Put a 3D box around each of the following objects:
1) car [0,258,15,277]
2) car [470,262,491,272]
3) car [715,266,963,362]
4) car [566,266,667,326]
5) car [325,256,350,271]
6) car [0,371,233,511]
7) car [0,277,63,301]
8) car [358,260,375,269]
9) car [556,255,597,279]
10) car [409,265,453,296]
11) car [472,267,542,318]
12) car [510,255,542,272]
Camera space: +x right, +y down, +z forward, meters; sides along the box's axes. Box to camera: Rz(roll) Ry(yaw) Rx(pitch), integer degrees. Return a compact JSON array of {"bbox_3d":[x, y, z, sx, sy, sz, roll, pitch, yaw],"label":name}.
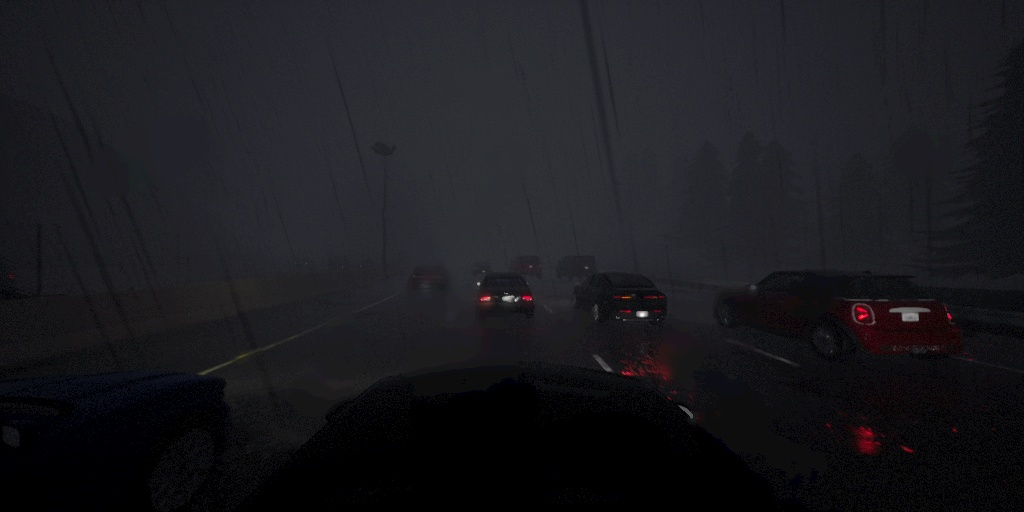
[{"bbox_3d":[-21.506,1.017,12.439,2.150,2.045,5.566,0,0,-4],"label":"car"},{"bbox_3d":[-3.086,1.284,36.515,1.812,1.442,4.674,0,0,-10],"label":"car"},{"bbox_3d":[6.877,1.088,8.383,2.097,1.767,4.553,0,0,-2],"label":"car"},{"bbox_3d":[3.248,1.248,11.649,1.837,1.490,4.892,0,0,-3],"label":"car"},{"bbox_3d":[-24.073,1.025,50.011,2.150,2.045,5.566,0,0,-14],"label":"car"},{"bbox_3d":[-3.464,1.235,1.175,1.882,1.535,5.008,0,0,0],"label":"car"},{"bbox_3d":[-14.297,1.381,8.570,1.895,1.301,4.718,0,0,-2],"label":"car"},{"bbox_3d":[-20.925,1.301,51.725,1.837,1.490,4.892,0,0,-14],"label":"car"},{"bbox_3d":[5.163,0.962,29.133,2.150,2.045,5.566,0,0,-7],"label":"car"},{"bbox_3d":[-4.342,1.251,19.557,2.128,1.511,4.902,0,0,-5],"label":"car"},{"bbox_3d":[-0.301,1.299,13.013,2.033,1.411,5.357,0,0,-3],"label":"car"},{"bbox_3d":[1.169,0.970,32.378,2.150,2.045,5.566,0,0,-8],"label":"car"}]
